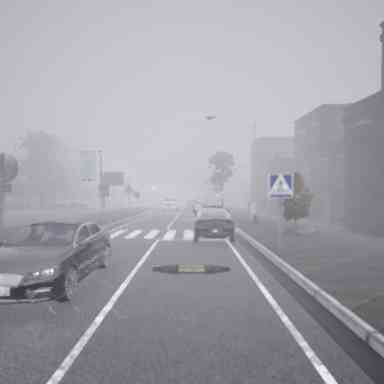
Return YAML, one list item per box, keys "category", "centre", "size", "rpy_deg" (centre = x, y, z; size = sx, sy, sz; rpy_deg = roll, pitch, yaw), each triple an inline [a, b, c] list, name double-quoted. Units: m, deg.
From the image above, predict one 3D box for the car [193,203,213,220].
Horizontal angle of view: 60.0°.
- category: "car"
  centre: [1.031, 1.820, 32.547]
  size: [1.812, 1.442, 4.674]
  rpy_deg: [0, -1, 0]

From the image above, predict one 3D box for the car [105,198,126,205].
- category: "car"
  centre: [-21.680, 2.693, 92.322]
  size: [5.008, 1.535, 2.097]
  rpy_deg: [0, -1, 0]

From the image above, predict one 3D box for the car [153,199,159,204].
- category: "car"
  centre: [-8.589, 2.748, 95.035]
  size: [4.892, 1.521, 2.231]
  rpy_deg: [0, -1, 0]

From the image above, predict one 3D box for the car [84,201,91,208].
- category: "car"
  centre: [-21.814, 2.184, 60.692]
  size: [5.008, 1.535, 2.097]
  rpy_deg: [0, -1, 0]

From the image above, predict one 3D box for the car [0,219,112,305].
- category: "car"
  centre: [-3.344, 1.472, 8.238]
  size: [2.128, 1.511, 4.902]
  rpy_deg: [0, 0, 0]

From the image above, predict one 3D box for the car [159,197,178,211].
- category: "car"
  centre: [-3.221, 1.785, 49.776]
  size: [2.150, 2.045, 5.566]
  rpy_deg: [0, -1, 0]

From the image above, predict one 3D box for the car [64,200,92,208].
- category: "car"
  centre: [-21.794, 2.274, 63.840]
  size: [4.674, 1.452, 2.002]
  rpy_deg: [0, -1, 0]

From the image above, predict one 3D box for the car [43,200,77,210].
- category: "car"
  centre: [-21.831, 2.120, 54.143]
  size: [4.674, 1.452, 2.002]
  rpy_deg: [0, -1, 0]

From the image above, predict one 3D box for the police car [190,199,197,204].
- category: "police car"
  centre: [1.013, 1.625, 26.654]
  size: [1.930, 1.638, 5.238]
  rpy_deg: [0, -1, 0]

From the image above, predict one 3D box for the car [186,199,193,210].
- category: "car"
  centre: [0.121, 1.969, 53.078]
  size: [2.097, 1.767, 4.553]
  rpy_deg: [0, -1, 0]

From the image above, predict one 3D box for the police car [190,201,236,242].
- category: "police car"
  centre: [0.991, 1.472, 16.645]
  size: [1.930, 1.638, 5.238]
  rpy_deg: [0, -1, 0]

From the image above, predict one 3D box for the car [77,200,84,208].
- category: "car"
  centre: [-21.816, 2.133, 57.419]
  size: [4.892, 1.521, 2.231]
  rpy_deg: [0, -1, 0]

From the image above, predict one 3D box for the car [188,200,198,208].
- category: "car"
  centre: [0.168, 2.397, 68.119]
  size: [2.033, 1.411, 5.357]
  rpy_deg: [0, -1, 0]
